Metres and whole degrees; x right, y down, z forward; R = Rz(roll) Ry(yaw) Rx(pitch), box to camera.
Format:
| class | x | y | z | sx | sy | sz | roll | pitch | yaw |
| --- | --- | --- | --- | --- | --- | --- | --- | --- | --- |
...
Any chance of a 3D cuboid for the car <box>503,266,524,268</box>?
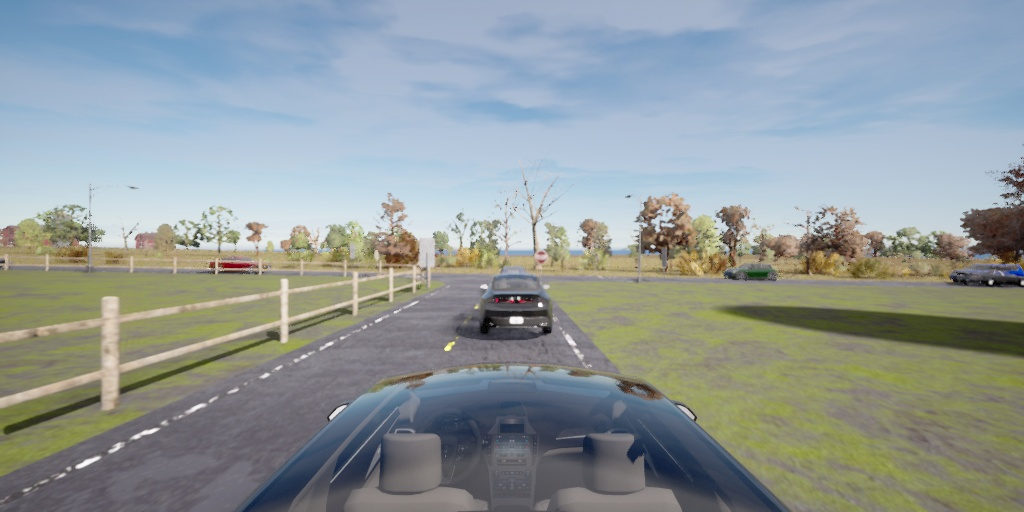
| class | x | y | z | sx | sy | sz | roll | pitch | yaw |
| --- | --- | --- | --- | --- | --- | --- | --- | --- | --- |
| car | 0.072 | 1.290 | 20.247 | 2.033 | 1.411 | 5.357 | 0 | 0 | -1 |

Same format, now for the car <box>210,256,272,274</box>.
| class | x | y | z | sx | sy | sz | roll | pitch | yaw |
| --- | --- | --- | --- | --- | --- | --- | --- | --- | --- |
| car | -24.883 | 0.794 | 33.025 | 5.008 | 1.535 | 1.882 | 1 | 1 | 0 |

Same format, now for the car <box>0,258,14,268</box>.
| class | x | y | z | sx | sy | sz | roll | pitch | yaw |
| --- | --- | --- | --- | --- | --- | --- | --- | --- | --- |
| car | -49.759 | 0.376 | 33.152 | 5.357 | 1.411 | 2.033 | 1 | 1 | 1 |

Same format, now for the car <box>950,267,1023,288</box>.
| class | x | y | z | sx | sy | sz | roll | pitch | yaw |
| --- | --- | --- | --- | --- | --- | --- | --- | --- | --- |
| car | 44.320 | 2.064 | 32.945 | 4.902 | 1.511 | 2.128 | 1 | 1 | 1 |

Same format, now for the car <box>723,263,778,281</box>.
| class | x | y | z | sx | sy | sz | roll | pitch | yaw |
| --- | --- | --- | --- | --- | --- | --- | --- | --- | --- |
| car | 23.765 | 1.521 | 35.876 | 4.553 | 1.767 | 2.097 | 1 | 1 | 0 |

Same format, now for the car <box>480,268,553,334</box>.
| class | x | y | z | sx | sy | sz | roll | pitch | yaw |
| --- | --- | --- | --- | --- | --- | --- | --- | --- | --- |
| car | 0.100 | 1.249 | 10.628 | 1.837 | 1.490 | 4.892 | 0 | -1 | 0 |

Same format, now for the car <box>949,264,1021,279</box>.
| class | x | y | z | sx | sy | sz | roll | pitch | yaw |
| --- | --- | --- | --- | --- | --- | --- | --- | --- | --- |
| car | 47.368 | 1.807 | 35.747 | 5.566 | 2.045 | 2.150 | 1 | 1 | 0 |
